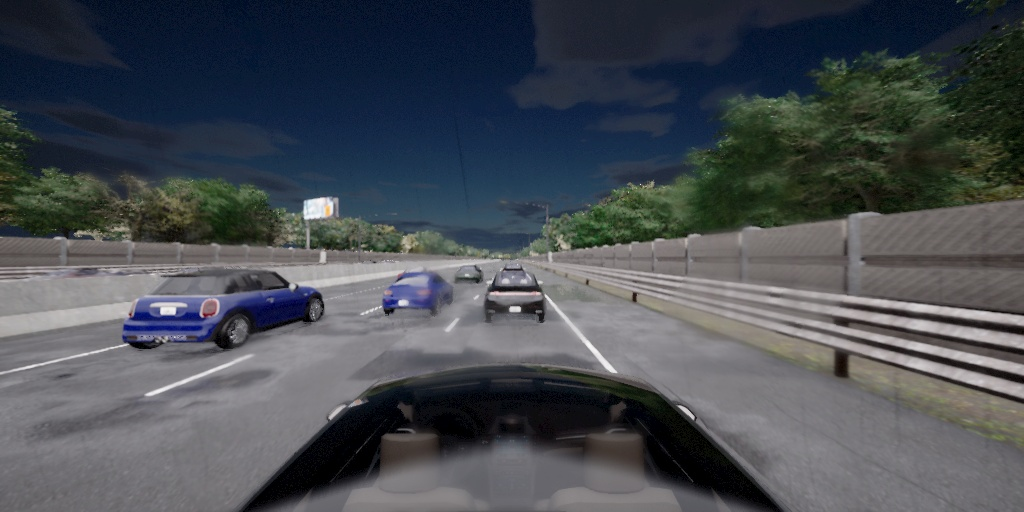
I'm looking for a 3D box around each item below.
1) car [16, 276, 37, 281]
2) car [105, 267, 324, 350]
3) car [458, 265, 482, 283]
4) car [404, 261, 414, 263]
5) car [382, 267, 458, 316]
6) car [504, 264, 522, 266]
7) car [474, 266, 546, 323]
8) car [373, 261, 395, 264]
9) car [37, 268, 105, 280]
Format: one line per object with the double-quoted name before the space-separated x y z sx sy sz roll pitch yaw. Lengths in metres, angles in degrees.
"car" -24.603 1.381 20.083 1.994 1.385 4.181 0 0 0
"car" -6.905 1.128 9.329 2.097 1.767 4.553 0 0 0
"car" -3.407 1.422 29.111 1.994 1.385 4.181 0 0 0
"car" -17.549 1.564 61.349 1.812 1.442 4.674 0 0 1
"car" -3.403 1.317 13.559 1.812 1.442 4.674 0 0 0
"car" 0.093 1.346 28.465 2.128 1.511 4.902 0 0 0
"car" 0.096 1.278 12.370 2.128 1.511 4.902 0 0 0
"car" -21.042 1.525 60.369 2.128 1.511 4.902 0 0 1
"car" -21.104 1.413 19.077 1.895 1.301 4.718 0 0 0
